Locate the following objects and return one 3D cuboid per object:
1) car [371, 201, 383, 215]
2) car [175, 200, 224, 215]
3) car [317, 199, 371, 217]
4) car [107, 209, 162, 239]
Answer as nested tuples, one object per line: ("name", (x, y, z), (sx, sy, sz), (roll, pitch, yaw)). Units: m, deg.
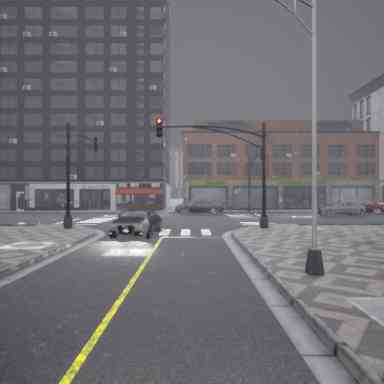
("car", (16.732, 1.485, 33.530), (5.008, 1.535, 1.882), (0, 0, 0))
("car", (0.744, 1.546, 33.525), (4.892, 1.490, 1.837), (0, 0, 0))
("car", (13.461, 1.551, 30.279), (4.181, 1.385, 1.994), (0, 0, 0))
("car", (-2.815, 1.559, 17.157), (1.994, 1.385, 4.181), (0, 1, 6))
